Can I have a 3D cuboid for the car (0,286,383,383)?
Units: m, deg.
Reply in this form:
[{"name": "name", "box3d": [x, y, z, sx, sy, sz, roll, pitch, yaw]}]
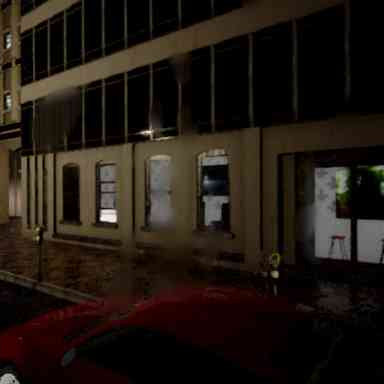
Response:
[{"name": "car", "box3d": [0.030, 1.543, 2.859, 4.507, 1.381, 1.887, 0, 0, 35]}]
